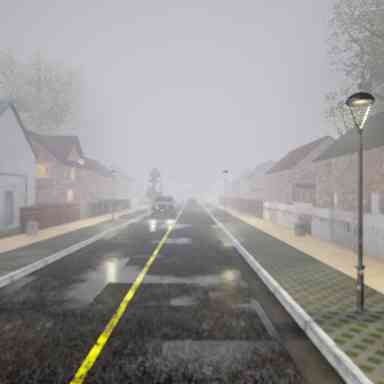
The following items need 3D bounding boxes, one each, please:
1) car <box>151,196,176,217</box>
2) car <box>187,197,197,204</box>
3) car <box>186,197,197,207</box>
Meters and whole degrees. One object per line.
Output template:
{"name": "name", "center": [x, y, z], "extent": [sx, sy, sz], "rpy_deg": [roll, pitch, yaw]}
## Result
{"name": "car", "center": [-2.772, 1.376, 33.368], "extent": [2.150, 2.045, 5.566], "rpy_deg": [0, 0, 0]}
{"name": "car", "center": [-0.043, 1.762, 69.476], "extent": [2.033, 1.411, 5.357], "rpy_deg": [0, 0, 0]}
{"name": "car", "center": [-0.036, 1.862, 59.518], "extent": [1.994, 1.385, 4.181], "rpy_deg": [0, 0, 0]}
